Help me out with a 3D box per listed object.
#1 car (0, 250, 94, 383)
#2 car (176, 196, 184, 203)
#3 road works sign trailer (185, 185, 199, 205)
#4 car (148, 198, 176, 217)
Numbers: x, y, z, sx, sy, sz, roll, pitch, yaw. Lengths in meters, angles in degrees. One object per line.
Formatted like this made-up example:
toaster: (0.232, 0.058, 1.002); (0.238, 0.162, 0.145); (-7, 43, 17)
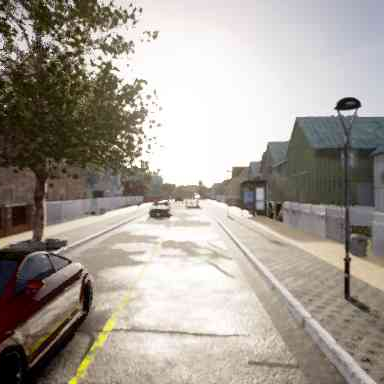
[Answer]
car: (-2.827, 1.554, 4.580); (1.994, 1.385, 4.181); (0, 0, 0)
car: (-2.749, 1.602, 71.684); (1.837, 1.490, 4.892); (0, 0, 0)
road works sign trailer: (-0.004, 0.525, 58.384); (2.380, 3.560, 2.880); (0, 0, 1)
car: (-2.847, 1.525, 30.898); (2.033, 1.411, 5.357); (0, 0, 0)
